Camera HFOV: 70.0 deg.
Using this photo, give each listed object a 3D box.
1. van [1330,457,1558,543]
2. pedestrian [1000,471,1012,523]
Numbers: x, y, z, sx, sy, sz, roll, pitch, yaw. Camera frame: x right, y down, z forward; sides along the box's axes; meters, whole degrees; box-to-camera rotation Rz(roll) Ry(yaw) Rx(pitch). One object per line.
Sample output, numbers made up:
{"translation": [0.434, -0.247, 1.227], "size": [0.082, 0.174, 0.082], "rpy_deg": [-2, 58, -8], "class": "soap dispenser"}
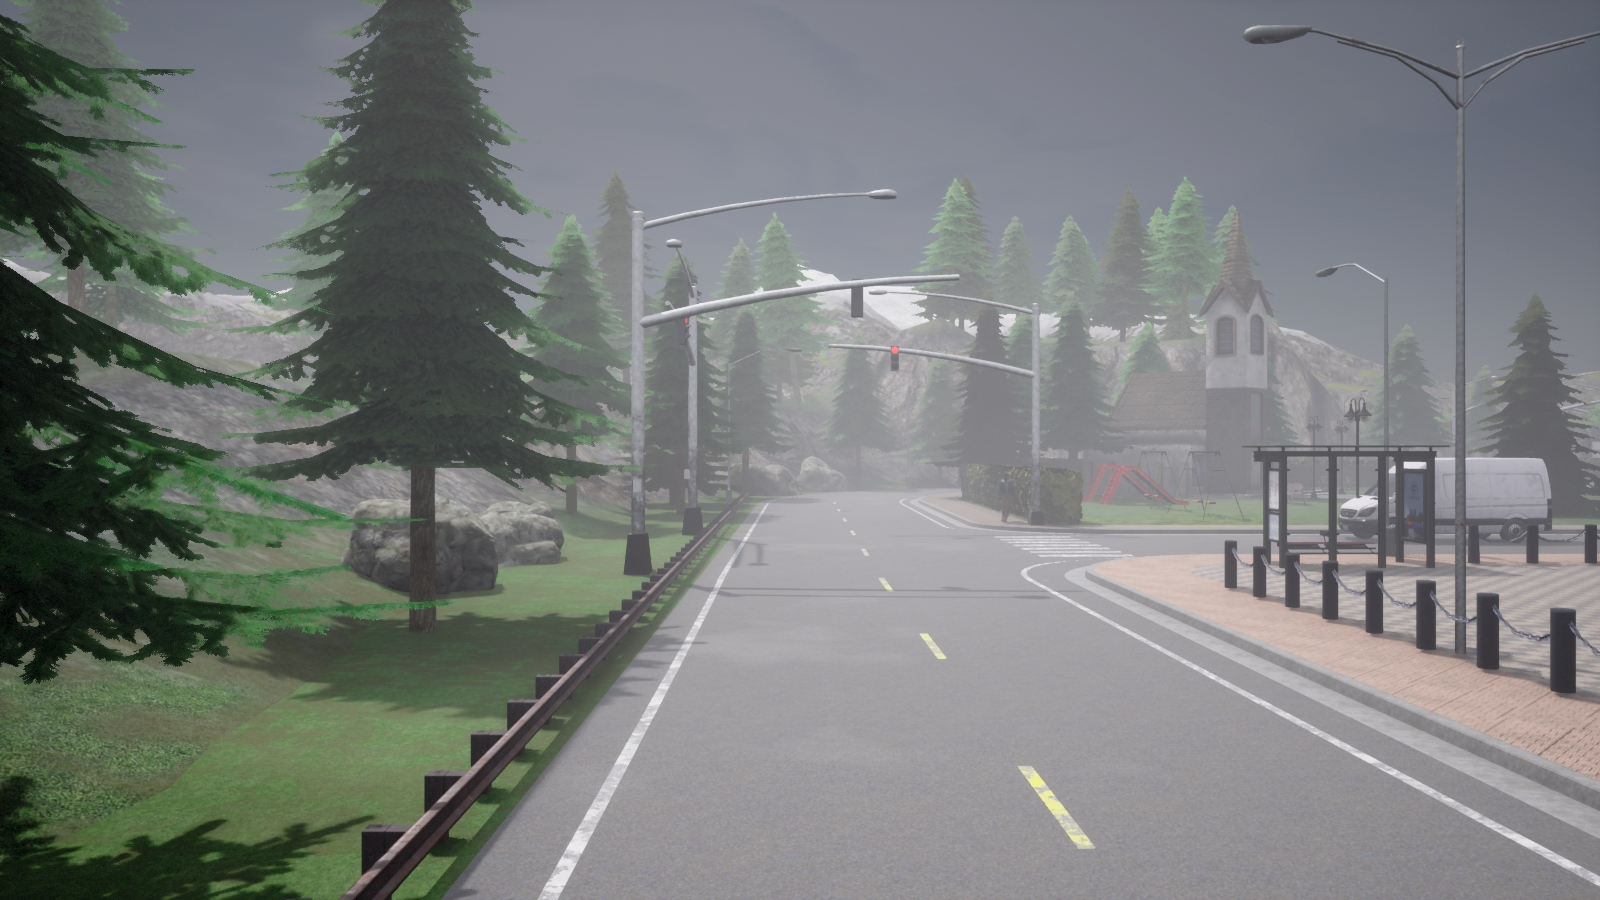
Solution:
{"translation": [19.746, 1.515, 35.223], "size": [5.915, 2.561, 1.988], "rpy_deg": [0, 0, 0], "class": "van"}
{"translation": [7.393, 1.690, 41.013], "size": [0.375, 1.860, 0.375], "rpy_deg": [0, 0, 0], "class": "pedestrian"}
